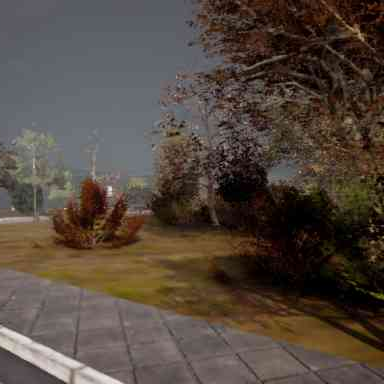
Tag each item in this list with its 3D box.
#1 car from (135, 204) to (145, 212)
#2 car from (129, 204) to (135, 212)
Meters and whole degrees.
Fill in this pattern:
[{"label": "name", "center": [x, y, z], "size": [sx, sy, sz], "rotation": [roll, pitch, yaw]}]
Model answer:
[{"label": "car", "center": [-7.580, 2.888, 62.174], "size": [2.033, 1.411, 5.357], "rotation": [-4, -2, 32]}, {"label": "car", "center": [-11.008, 3.014, 63.308], "size": [2.128, 1.511, 4.902], "rotation": [-4, -3, 33]}]
